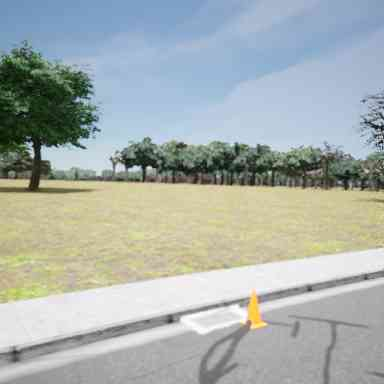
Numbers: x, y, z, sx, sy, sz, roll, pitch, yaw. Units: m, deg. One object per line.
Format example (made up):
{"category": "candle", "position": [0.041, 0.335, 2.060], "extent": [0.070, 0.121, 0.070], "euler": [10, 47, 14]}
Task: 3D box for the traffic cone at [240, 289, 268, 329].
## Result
{"category": "traffic cone", "position": [1.054, 1.947, 5.657], "extent": [0.340, 0.580, 0.340], "euler": [0, 0, -32]}
